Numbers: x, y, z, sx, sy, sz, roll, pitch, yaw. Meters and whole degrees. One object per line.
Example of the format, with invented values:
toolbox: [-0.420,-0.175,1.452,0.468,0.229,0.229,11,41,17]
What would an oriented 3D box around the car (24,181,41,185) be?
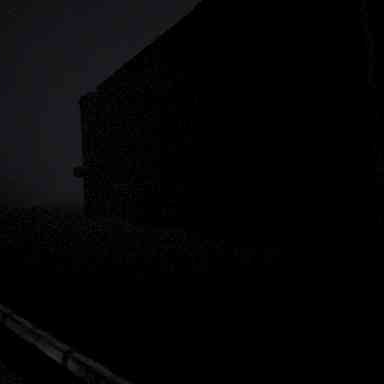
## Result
car: [-41.919,-1.944,85.361,2.163,1.488,4.792,-4,-3,19]

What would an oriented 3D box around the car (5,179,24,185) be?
car: [-43.810,-2.244,79.960,2.185,1.767,4.553,-4,-3,20]

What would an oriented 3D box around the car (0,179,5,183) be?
car: [-45.739,-2.250,74.782,2.097,1.535,5.008,-4,-3,22]

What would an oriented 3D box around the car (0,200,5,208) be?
car: [-27.191,1.596,44.964,1.994,1.385,4.181,-3,0,0]
